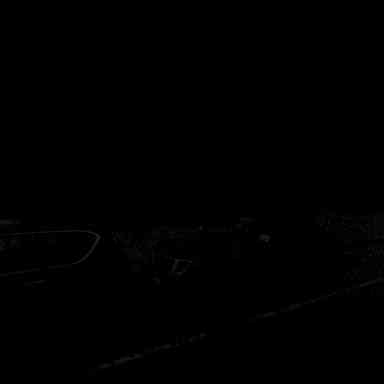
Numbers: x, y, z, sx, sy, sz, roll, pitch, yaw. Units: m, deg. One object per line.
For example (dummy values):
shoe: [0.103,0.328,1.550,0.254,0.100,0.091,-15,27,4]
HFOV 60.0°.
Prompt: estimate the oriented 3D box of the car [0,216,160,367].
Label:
car: [-3.180,1.315,4.262,5.009,1.841,2.192,0,0,-35]

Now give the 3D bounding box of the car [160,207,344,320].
car: [1.417,1.314,7.530,5.009,1.841,2.192,0,0,-35]
